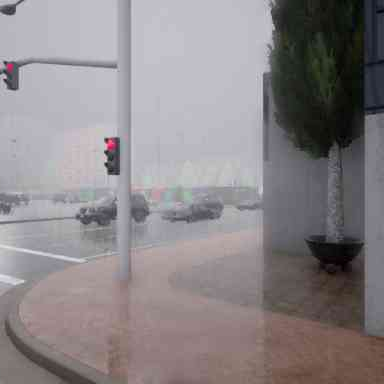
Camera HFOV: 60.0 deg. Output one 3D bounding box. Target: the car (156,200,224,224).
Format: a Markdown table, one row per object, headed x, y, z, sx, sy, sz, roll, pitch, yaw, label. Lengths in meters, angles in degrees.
| x | y | z | sx | sy | sz | roll | pitch | yaw | label |
| --- | --- | --- | --- | --- | --- | --- | --- | --- | --- |
| 0.041 | 1.547 | 24.932 | 2.033 | 1.411 | 5.357 | 0 | 0 | 37 | car |

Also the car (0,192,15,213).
| x | y | z | sx | sy | sz | roll | pitch | yaw | label |
| --- | --- | --- | --- | --- | --- | --- | --- | --- | --- |
| -20.145 | 1.156 | 33.698 | 3.866 | 1.878 | 1.905 | 0 | 0 | 35 | car |

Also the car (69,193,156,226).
| x | y | z | sx | sy | sz | roll | pitch | yaw | label |
| --- | --- | --- | --- | --- | --- | --- | --- | --- | --- |
| -5.479 | 1.221 | 23.733 | 2.150 | 2.045 | 5.566 | 0 | 0 | 36 | car |

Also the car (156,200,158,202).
| x | y | z | sx | sy | sz | roll | pitch | yaw | label |
| --- | --- | --- | --- | --- | --- | --- | --- | --- | --- |
| -7.119 | 1.395 | 52.067 | 3.806 | 1.475 | 1.970 | 0 | 0 | 35 | car |

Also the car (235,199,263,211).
| x | y | z | sx | sy | sz | roll | pitch | yaw | label |
| --- | --- | --- | --- | --- | --- | --- | --- | --- | --- |
| 7.391 | 1.547 | 40.888 | 2.033 | 1.411 | 5.357 | 0 | 0 | 37 | car |

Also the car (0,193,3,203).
| x | y | z | sx | sy | sz | roll | pitch | yaw | label |
| --- | --- | --- | --- | --- | --- | --- | --- | --- | --- |
| -38.588 | 1.153 | 64.051 | 4.605 | 1.855 | 1.932 | 0 | 0 | 35 | car |

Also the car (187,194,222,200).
| x | y | z | sx | sy | sz | roll | pitch | yaw | label |
| --- | --- | --- | --- | --- | --- | --- | --- | --- | --- |
| 0.946 | 1.221 | 32.330 | 2.150 | 2.045 | 5.566 | 0 | 0 | 37 | car |

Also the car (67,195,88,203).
| x | y | z | sx | sy | sz | roll | pitch | yaw | label |
| --- | --- | --- | --- | --- | --- | --- | --- | --- | --- |
| -21.366 | 1.364 | 62.171 | 3.905 | 1.438 | 1.784 | 0 | 0 | 35 | car |

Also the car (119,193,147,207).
| x | y | z | sx | sy | sz | roll | pitch | yaw | label |
| --- | --- | --- | --- | --- | --- | --- | --- | --- | --- |
| -8.805 | 1.156 | 49.713 | 3.866 | 1.878 | 1.905 | 0 | 0 | 35 | car |

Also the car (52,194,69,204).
| x | y | z | sx | sy | sz | roll | pitch | yaw | label |
| --- | --- | --- | --- | --- | --- | --- | --- | --- | --- |
| -23.097 | 1.153 | 59.848 | 4.605 | 1.855 | 1.932 | 0 | 0 | 35 | car |
